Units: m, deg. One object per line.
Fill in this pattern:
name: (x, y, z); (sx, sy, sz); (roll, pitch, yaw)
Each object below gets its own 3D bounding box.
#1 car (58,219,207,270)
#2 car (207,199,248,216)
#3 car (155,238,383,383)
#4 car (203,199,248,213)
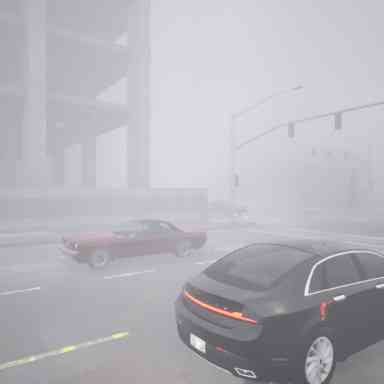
car: (-1.881, 1.601, 11.150); (4.718, 1.301, 1.895); (0, 0, -34)
car: (3.073, 1.547, 33.038); (2.033, 1.411, 5.357); (0, 0, -36)
car: (2.052, 1.505, 5.255); (4.892, 1.490, 1.837); (0, 0, -35)
car: (3.737, 1.547, 38.081); (2.033, 1.411, 5.357); (0, 0, -36)
